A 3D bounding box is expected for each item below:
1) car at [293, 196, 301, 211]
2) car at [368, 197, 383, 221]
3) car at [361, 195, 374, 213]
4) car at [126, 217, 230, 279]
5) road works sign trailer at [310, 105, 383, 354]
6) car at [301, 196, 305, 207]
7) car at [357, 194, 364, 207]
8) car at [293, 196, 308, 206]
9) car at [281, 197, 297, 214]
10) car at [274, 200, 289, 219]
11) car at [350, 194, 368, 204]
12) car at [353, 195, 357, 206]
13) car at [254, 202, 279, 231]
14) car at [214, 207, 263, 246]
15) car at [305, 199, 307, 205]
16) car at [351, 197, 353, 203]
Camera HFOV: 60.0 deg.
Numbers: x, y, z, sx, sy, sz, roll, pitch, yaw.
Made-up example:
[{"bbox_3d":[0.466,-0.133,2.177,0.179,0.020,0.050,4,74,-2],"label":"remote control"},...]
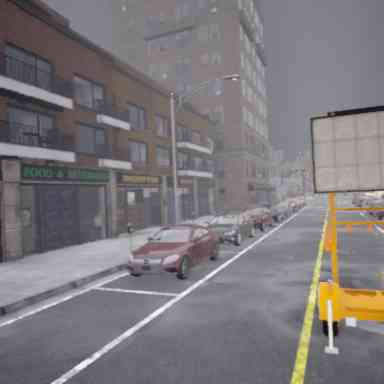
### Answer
[{"bbox_3d":[10.300,1.353,35.925,1.967,1.590,4.097,-3,-1,23],"label":"car"},{"bbox_3d":[13.423,1.223,22.644,1.802,1.307,4.206,-3,-1,23],"label":"car"},{"bbox_3d":[15.560,1.182,27.731,1.802,1.307,4.206,-3,-1,23],"label":"car"},{"bbox_3d":[-0.383,1.703,10.485,1.802,1.307,4.206,-3,-1,23],"label":"car"},{"bbox_3d":[3.311,0.374,5.510,2.380,3.560,2.880,-3,-1,23],"label":"road works sign trailer"},{"bbox_3d":[12.376,1.400,40.855,1.752,1.417,4.829,-3,-1,23],"label":"car"},{"bbox_3d":[17.761,1.084,32.976,1.752,1.417,4.829,-3,-1,23],"label":"car"},{"bbox_3d":[16.720,1.379,51.187,1.802,1.307,4.206,-3,-1,23],"label":"car"},{"bbox_3d":[8.167,1.503,30.836,2.008,1.369,4.403,-3,-1,23],"label":"car"},{"bbox_3d":[6.030,1.559,25.749,1.947,1.339,4.313,-3,-1,23],"label":"car"},{"bbox_3d":[24.111,1.011,48.080,1.947,1.339,4.313,-3,-1,23],"label":"car"},{"bbox_3d":[19.834,1.066,37.906,1.887,1.381,4.507,-3,-1,23],"label":"car"},{"bbox_3d":[3.892,1.580,20.662,1.887,1.381,4.507,-3,-1,23],"label":"car"},{"bbox_3d":[1.754,1.629,15.574,2.008,1.369,4.403,-3,-1,23],"label":"car"},{"bbox_3d":[14.576,1.276,46.101,1.967,1.590,4.097,-3,-1,23],"label":"car"},{"bbox_3d":[21.973,1.065,42.993,1.802,1.307,4.206,-3,-1,23],"label":"car"}]
